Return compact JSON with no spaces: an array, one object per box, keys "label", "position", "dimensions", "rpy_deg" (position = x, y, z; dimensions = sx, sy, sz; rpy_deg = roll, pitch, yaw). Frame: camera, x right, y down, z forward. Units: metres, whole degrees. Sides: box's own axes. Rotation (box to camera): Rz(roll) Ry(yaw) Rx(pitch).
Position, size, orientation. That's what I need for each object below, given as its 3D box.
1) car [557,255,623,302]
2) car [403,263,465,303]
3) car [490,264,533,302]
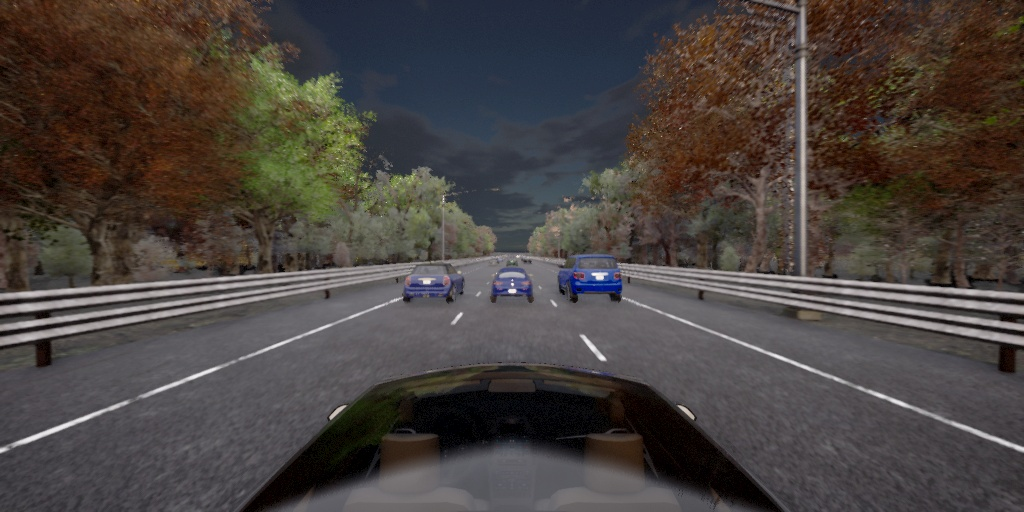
[{"label":"car","position":[3.509,0.961,16.996],"dimensions":[2.150,2.045,5.566],"rpy_deg":[0,0,0]},{"label":"car","position":[-3.492,1.093,16.854],"dimensions":[2.097,1.767,4.553],"rpy_deg":[0,0,0]},{"label":"car","position":[0.009,1.266,16.950],"dimensions":[1.812,1.442,4.674],"rpy_deg":[0,0,0]}]
